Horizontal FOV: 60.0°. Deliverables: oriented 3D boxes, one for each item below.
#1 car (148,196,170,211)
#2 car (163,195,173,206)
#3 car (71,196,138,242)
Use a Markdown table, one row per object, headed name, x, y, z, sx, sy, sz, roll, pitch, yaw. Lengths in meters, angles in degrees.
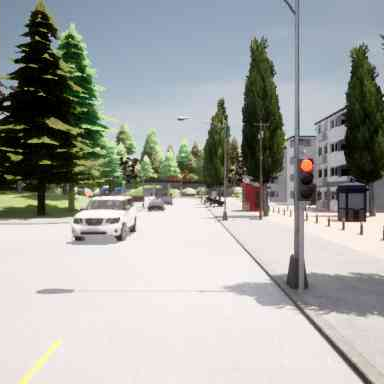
| name | x | y | z | sx | sy | sz | roll | pitch | yaw |
| --- | --- | --- | --- | --- | --- | --- | --- | --- | --- |
| car | -4.129 | 1.547 | 40.160 | 2.033 | 1.411 | 5.357 | 0 | 0 | 0 |
| car | -4.117 | 1.562 | 53.555 | 1.994 | 1.385 | 4.181 | 0 | 0 | 0 |
| car | -4.113 | 1.221 | 16.604 | 2.150 | 2.045 | 5.566 | 0 | 0 | 0 |
